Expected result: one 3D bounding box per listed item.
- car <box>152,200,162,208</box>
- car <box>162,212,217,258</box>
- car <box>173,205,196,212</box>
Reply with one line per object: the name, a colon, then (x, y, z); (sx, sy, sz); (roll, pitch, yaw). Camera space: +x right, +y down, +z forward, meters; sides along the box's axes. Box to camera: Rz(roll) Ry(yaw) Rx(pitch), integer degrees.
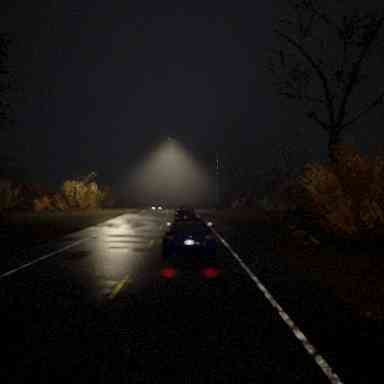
car: (-6.825, 2.297, 65.066); (2.033, 1.411, 5.357); (0, -1, -5)
car: (-0.115, 1.707, 13.345); (1.994, 1.385, 4.181); (0, -1, -1)
car: (-0.628, 1.843, 28.979); (1.812, 1.442, 4.674); (0, 0, -2)
